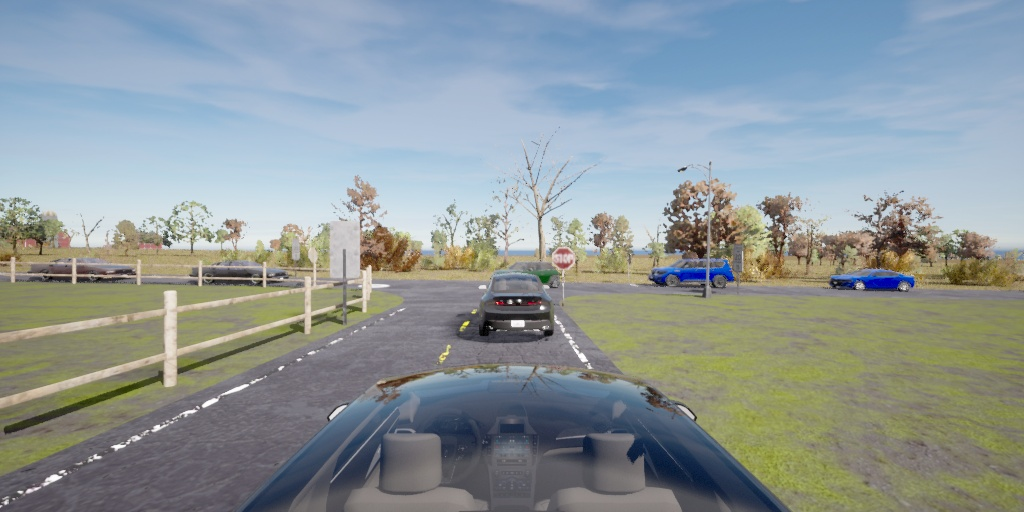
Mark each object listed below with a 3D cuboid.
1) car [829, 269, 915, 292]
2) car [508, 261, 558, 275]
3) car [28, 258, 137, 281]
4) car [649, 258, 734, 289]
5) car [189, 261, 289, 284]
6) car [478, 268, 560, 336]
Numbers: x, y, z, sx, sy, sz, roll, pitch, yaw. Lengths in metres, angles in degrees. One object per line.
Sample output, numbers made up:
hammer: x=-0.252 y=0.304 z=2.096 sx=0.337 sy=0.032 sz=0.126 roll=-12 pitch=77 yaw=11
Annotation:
car: x=25.741 y=1.692 z=25.755 sx=5.008 sy=1.535 sz=1.882 roll=1 pitch=1 yaw=0
car: x=0.777 y=1.109 z=21.990 sx=4.553 sy=1.767 sz=2.097 roll=1 pitch=0 yaw=-39
car: x=-27.485 y=0.823 z=23.035 sx=5.357 sy=1.411 sz=2.033 roll=1 pitch=1 yaw=0
car: x=12.834 y=1.200 z=25.818 sx=5.566 sy=2.045 sz=2.150 roll=0 pitch=1 yaw=0
car: x=-17.417 y=1.014 z=22.996 sx=5.357 sy=1.411 sz=2.033 roll=1 pitch=1 yaw=0
car: x=0.080 y=1.255 z=10.373 sx=1.837 sy=1.490 sz=4.892 roll=0 pitch=0 yaw=-1
